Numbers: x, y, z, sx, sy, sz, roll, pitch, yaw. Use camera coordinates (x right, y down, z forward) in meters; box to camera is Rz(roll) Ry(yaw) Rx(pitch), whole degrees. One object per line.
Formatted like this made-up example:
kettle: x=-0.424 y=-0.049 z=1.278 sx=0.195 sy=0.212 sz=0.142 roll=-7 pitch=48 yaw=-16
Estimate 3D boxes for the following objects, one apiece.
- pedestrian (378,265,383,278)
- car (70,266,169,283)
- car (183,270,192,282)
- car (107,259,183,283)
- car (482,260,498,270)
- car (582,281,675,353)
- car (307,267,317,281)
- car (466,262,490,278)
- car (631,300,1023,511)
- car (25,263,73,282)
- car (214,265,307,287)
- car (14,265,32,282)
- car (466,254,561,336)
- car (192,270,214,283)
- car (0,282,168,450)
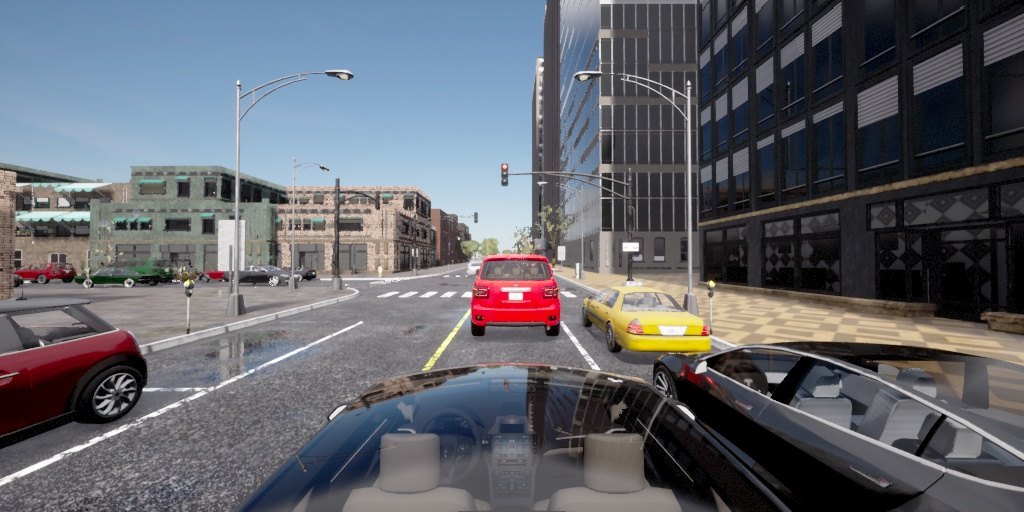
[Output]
pedestrian: x=-12.620 y=1.398 z=34.355 sx=0.375 sy=1.300 sz=0.375 roll=0 pitch=0 yaw=1
car: x=-28.095 y=1.587 z=25.779 sx=4.718 sy=1.301 sz=1.895 roll=-1 pitch=-1 yaw=1
car: x=-30.747 y=1.627 z=31.590 sx=4.829 sy=1.417 sz=1.751 roll=0 pitch=0 yaw=1
car: x=-30.589 y=1.282 z=29.010 sx=5.566 sy=2.045 sz=2.150 roll=-1 pitch=-1 yaw=1
car: x=-3.216 y=1.316 z=52.751 sx=2.033 sy=1.411 sz=5.357 roll=0 pitch=0 yaw=0
car: x=2.812 y=1.277 z=8.622 sx=1.751 sy=1.417 sz=4.829 roll=0 pitch=0 yaw=0
car: x=-19.481 y=1.561 z=31.472 sx=4.313 sy=1.339 sz=1.948 roll=0 pitch=0 yaw=1
car: x=-3.176 y=1.286 z=34.347 sx=1.812 sy=1.442 sz=4.674 roll=0 pitch=0 yaw=0
car: x=2.655 y=1.316 z=2.809 sx=1.948 sy=1.339 sz=4.313 roll=0 pitch=0 yaw=0
car: x=-41.672 y=1.522 z=31.704 sx=5.009 sy=1.841 sz=2.192 roll=0 pitch=0 yaw=1
car: x=-17.892 y=1.381 z=25.691 sx=4.902 sy=1.511 sz=2.128 roll=-1 pitch=-1 yaw=2
car: x=-38.508 y=1.591 z=25.901 sx=4.892 sy=1.490 sz=1.837 roll=-1 pitch=-1 yaw=1
car: x=0.080 y=0.975 z=10.497 sx=2.150 sy=2.045 sz=5.566 roll=0 pitch=0 yaw=0
car: x=-25.029 y=1.488 z=31.531 sx=4.097 sy=1.591 sz=1.967 roll=0 pitch=0 yaw=1
car: x=-5.693 y=1.190 z=2.843 sx=1.967 sy=1.591 sz=4.097 roll=0 pitch=0 yaw=0
